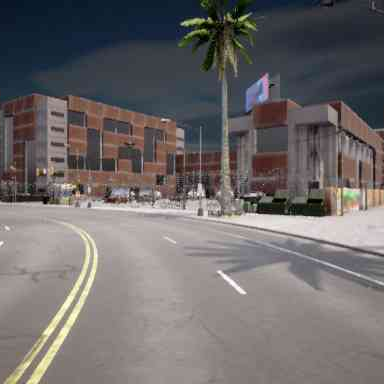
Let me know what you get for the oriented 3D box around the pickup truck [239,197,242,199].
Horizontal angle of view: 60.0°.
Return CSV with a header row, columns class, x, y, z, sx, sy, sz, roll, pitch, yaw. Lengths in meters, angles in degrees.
class,x,y,z,sx,sy,sz,roll,pitch,yaw
pickup truck,8.259,1.052,42.332,2.390,2.098,6.274,0,0,37
